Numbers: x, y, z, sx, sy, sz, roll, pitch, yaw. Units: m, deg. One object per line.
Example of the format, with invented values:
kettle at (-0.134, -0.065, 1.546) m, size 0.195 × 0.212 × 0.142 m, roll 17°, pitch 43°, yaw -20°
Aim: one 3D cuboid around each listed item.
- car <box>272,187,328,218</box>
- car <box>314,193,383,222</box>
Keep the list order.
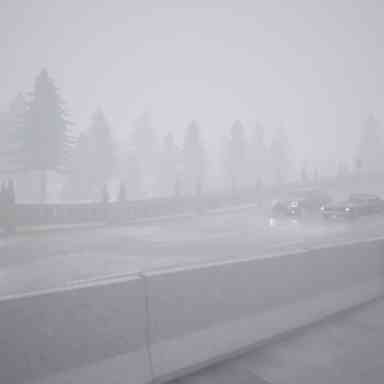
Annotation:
car at (7.357, 0.585, 22.048) m, size 4.553 × 1.767 × 2.097 m, roll -6°, pitch 3°, yaw -35°
car at (9.482, 0.824, 19.267) m, size 4.718 × 1.301 × 1.895 m, roll -6°, pitch 3°, yaw -35°
